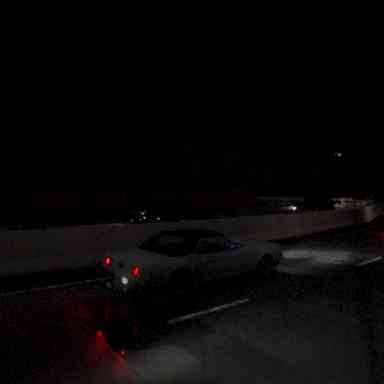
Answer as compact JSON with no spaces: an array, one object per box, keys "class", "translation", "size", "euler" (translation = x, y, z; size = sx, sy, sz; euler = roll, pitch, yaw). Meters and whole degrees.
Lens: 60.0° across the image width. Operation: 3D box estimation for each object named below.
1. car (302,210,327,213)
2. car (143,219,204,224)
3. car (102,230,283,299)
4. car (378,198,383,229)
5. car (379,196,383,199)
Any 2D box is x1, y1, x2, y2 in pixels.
[{"class":"car","translation":[11.206,1.388,29.975],"size":[2.150,2.045,5.566],"euler":[0,0,37]},{"class":"car","translation":[-0.928,1.691,21.725],"size":[4.718,1.301,1.895],"euler":[0,0,-44]},{"class":"car","translation":[0.262,1.638,8.591],"size":[4.718,1.301,1.895],"euler":[0,0,-39]},{"class":"car","translation":[13.874,1.494,21.977],"size":[2.097,1.767,4.553],"euler":[0,0,41]},{"class":"car","translation":[45.501,1.681,82.430],"size":[2.097,1.767,4.553],"euler":[0,0,2]}]
